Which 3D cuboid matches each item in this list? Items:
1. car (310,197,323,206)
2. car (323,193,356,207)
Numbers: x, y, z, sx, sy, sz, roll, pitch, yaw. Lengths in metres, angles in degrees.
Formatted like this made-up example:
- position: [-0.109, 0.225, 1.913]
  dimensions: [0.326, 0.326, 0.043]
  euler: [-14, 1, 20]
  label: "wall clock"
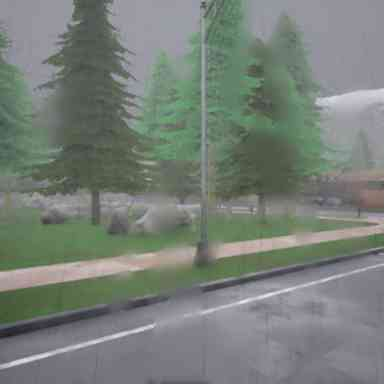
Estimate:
- position: [18.285, 1.050, 46.443]
  dimensions: [3.866, 1.878, 1.905]
  euler: [0, 0, -37]
  label: "car"
- position: [20.104, 1.046, 44.664]
  dimensions: [4.605, 1.855, 1.932]
  euler: [0, 0, -37]
  label: "car"
